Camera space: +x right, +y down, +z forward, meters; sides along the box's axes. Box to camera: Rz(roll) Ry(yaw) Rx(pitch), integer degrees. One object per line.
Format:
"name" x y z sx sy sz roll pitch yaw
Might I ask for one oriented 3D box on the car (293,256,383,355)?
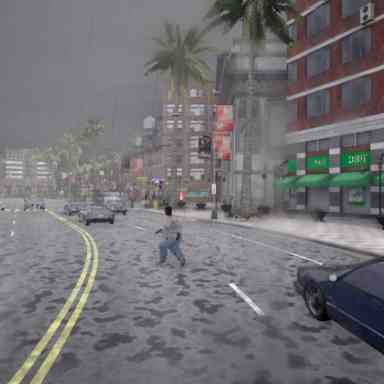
"car" 3.265 1.548 4.326 2.033 1.411 5.357 0 0 -8

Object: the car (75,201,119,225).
"car" -6.960 1.564 24.015 1.994 1.385 4.181 0 0 -26

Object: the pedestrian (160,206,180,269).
"pedestrian" -0.633 1.294 9.644 0.375 1.860 0.375 0 0 -13

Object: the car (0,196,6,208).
"car" -19.657 1.139 33.216 1.812 1.442 4.674 0 0 -28

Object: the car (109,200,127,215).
"car" -7.946 1.547 33.637 2.033 1.411 5.357 0 0 -24

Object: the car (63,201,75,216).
"car" -11.501 1.547 32.934 2.033 1.411 5.357 0 0 -27

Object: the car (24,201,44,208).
"car" -16.557 1.206 34.841 1.994 1.385 4.181 0 0 -28
